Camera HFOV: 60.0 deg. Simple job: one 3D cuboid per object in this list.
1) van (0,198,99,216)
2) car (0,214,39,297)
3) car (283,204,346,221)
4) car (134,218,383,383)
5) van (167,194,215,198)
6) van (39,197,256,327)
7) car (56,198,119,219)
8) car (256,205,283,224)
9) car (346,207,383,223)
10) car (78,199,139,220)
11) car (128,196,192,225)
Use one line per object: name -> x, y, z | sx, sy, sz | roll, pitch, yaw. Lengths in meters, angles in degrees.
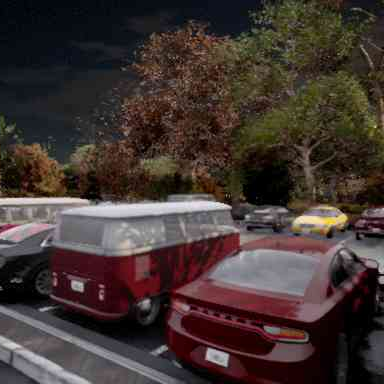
van -> -5.237, 1.177, 10.046 | 1.878, 1.987, 4.442 | 0, 0, 35
car -> -2.891, 1.422, 8.508 | 2.231, 1.521, 4.892 | 0, 0, 35
car -> 6.795, 1.436, 17.446 | 1.946, 1.575, 5.366 | 0, 0, 35
car -> 1.675, 1.457, 5.255 | 2.097, 1.535, 5.008 | 0, 0, 35
van -> 0.167, 1.158, 22.543 | 1.878, 1.987, 4.442 | 0, 0, 36
van -> -0.537, 1.213, 6.980 | 1.878, 1.987, 4.442 | 0, 0, 35
car -> -8.959, 1.339, 28.926 | 2.097, 1.535, 5.008 | 0, 0, 36
car -> 4.633, 1.461, 19.212 | 2.002, 1.452, 4.674 | 0, 0, 35
car -> 9.169, 1.457, 15.976 | 2.097, 1.535, 5.008 | 0, 0, 35
car -> -6.694, 1.386, 27.303 | 2.002, 1.452, 4.674 | 0, 0, 36
car -> -2.182, 1.244, 24.039 | 2.185, 1.767, 4.553 | 0, 0, 36
